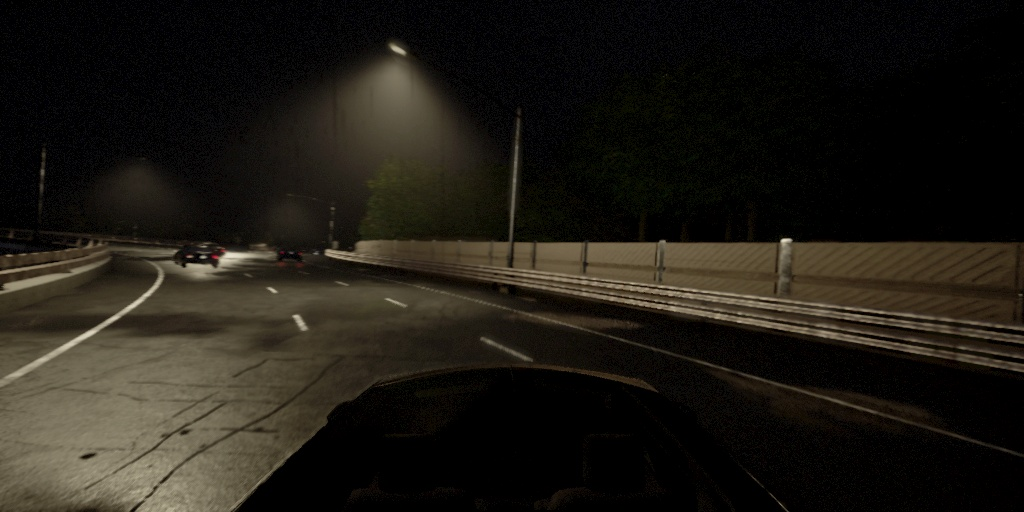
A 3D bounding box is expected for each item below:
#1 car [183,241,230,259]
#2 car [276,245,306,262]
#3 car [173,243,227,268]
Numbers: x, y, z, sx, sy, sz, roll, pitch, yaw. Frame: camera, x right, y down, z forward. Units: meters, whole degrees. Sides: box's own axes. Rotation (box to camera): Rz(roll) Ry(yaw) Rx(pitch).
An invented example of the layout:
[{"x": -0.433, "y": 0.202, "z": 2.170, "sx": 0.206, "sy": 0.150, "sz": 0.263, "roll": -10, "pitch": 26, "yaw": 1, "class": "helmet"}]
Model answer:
[{"x": -30.145, "y": -0.570, "z": 35.351, "sx": 5.357, "sy": 1.411, "sz": 2.033, "roll": 4, "pitch": 0, "yaw": 33, "class": "car"}, {"x": -24.155, "y": -0.356, "z": 38.896, "sx": 2.097, "sy": 1.767, "sz": 4.553, "roll": 4, "pitch": 0, "yaw": -37, "class": "car"}, {"x": -20.959, "y": -0.006, "z": 23.819, "sx": 5.357, "sy": 1.411, "sz": 2.033, "roll": 4, "pitch": 0, "yaw": 41, "class": "car"}]
